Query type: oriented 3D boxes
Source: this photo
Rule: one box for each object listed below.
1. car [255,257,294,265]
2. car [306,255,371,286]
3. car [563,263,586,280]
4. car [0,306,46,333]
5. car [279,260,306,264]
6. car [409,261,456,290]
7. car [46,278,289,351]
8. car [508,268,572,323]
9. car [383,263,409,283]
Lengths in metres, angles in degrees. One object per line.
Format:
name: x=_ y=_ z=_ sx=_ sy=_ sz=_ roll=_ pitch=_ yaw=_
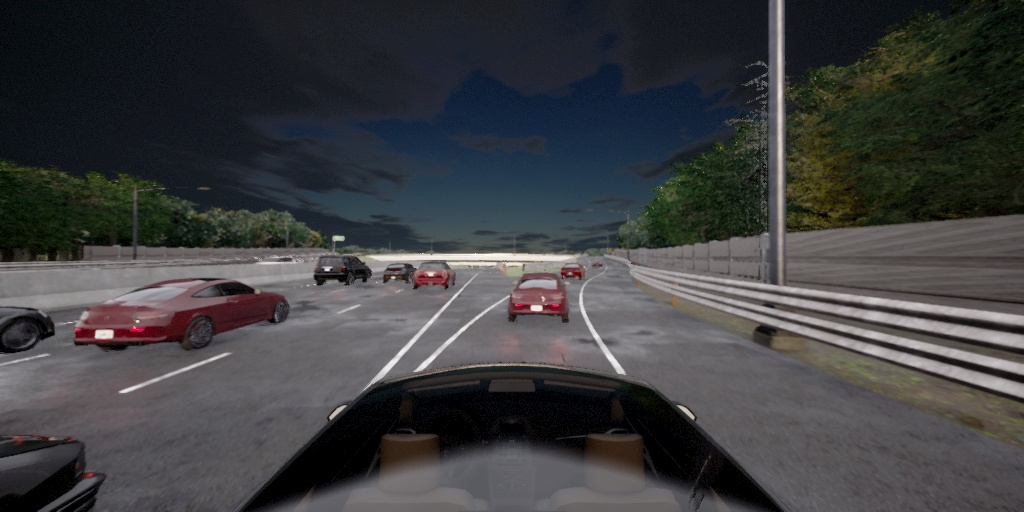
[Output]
car: x=-26.942 y=1.068 z=40.947 sx=2.150 sy=2.045 sz=5.566 roll=0 pitch=-1 yaw=-3
car: x=-11.905 y=0.983 z=25.496 sx=2.150 sy=2.045 sz=5.566 roll=0 pitch=0 yaw=-3
car: x=5.747 y=1.381 z=33.455 sx=1.882 sy=1.535 sz=5.008 roll=-1 pitch=-1 yaw=17
car: x=-10.851 y=1.274 z=5.973 sx=1.994 sy=1.385 sz=4.181 roll=0 pitch=0 yaw=-3
car: x=-23.417 y=1.399 z=40.469 sx=2.033 sy=1.411 sz=5.357 roll=0 pitch=-1 yaw=-3
car: x=-4.864 y=1.128 z=23.073 sx=2.097 sy=1.767 sz=4.553 roll=0 pitch=0 yaw=-3
car: x=-7.498 y=1.253 z=8.785 sx=1.812 sy=1.442 sz=4.674 roll=0 pitch=0 yaw=-3
car: x=0.983 y=1.289 z=12.225 sx=1.812 sy=1.442 sz=4.674 roll=0 pitch=0 yaw=7
car: x=-8.524 y=1.294 z=27.772 sx=1.837 sy=1.490 sz=4.892 roll=0 pitch=0 yaw=-3
